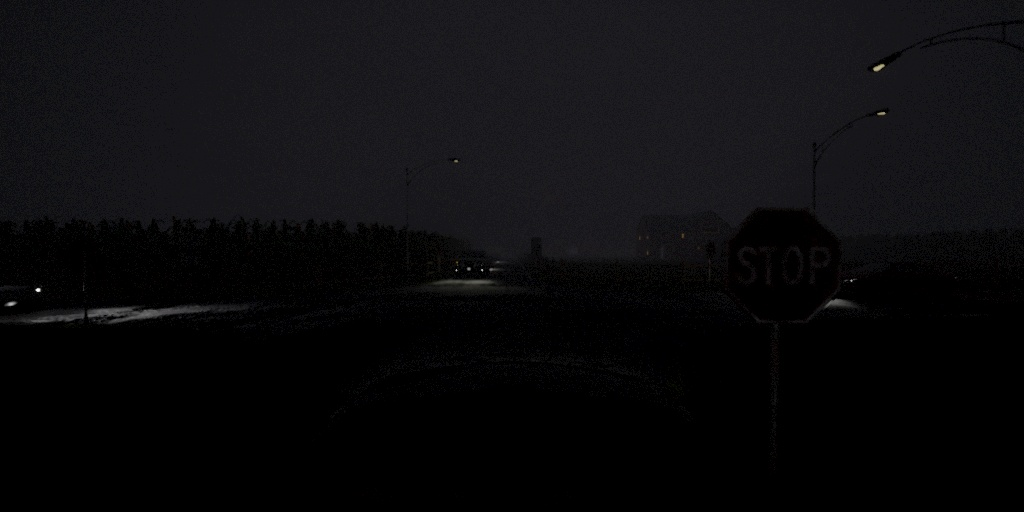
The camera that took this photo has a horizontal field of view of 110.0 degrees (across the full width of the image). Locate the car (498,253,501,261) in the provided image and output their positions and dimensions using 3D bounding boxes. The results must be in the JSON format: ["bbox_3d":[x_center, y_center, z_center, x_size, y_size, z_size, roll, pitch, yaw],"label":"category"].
[{"bbox_3d":[-2.969,0.214,63.193,2.033,1.411,5.357,0,1,0],"label":"car"}]

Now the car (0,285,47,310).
[{"bbox_3d":[-18.955,1.315,12.029,4.718,1.301,1.895,0,1,1],"label":"car"}]

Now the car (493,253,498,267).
[{"bbox_3d":[-2.981,0.602,40.616,2.033,1.411,5.357,0,1,0],"label":"car"}]

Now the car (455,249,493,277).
[{"bbox_3d":[-2.971,0.500,27.823,2.150,2.045,5.566,0,1,1],"label":"car"}]

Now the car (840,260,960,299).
[{"bbox_3d":[15.090,0.901,14.513,4.674,1.442,1.812,-1,1,1],"label":"car"}]
